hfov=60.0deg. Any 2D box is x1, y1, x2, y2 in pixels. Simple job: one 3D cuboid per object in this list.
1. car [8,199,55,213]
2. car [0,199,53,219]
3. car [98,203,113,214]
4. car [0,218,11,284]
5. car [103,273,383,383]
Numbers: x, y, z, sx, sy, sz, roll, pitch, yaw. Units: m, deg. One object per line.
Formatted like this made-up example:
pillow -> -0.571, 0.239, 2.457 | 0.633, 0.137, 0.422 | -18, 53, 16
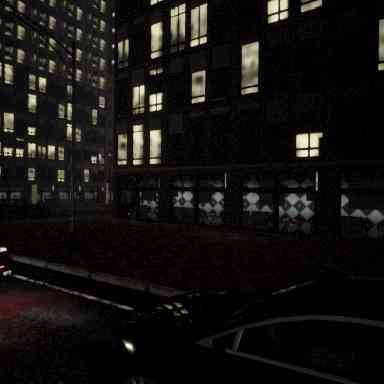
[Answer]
car -> -19.165, 1.642, 39.915 | 1.752, 1.417, 4.829 | 1, 0, 36
car -> -15.653, 1.519, 30.546 | 2.192, 1.841, 5.009 | 1, 0, 36
car -> -8.870, 1.830, 39.768 | 1.752, 1.417, 4.829 | 1, 0, 36
car -> -6.356, 1.487, 8.188 | 4.902, 1.511, 2.128 | 0, 0, 36
car -> 1.327, 1.491, 2.734 | 4.902, 1.511, 2.128 | 0, 0, 35
